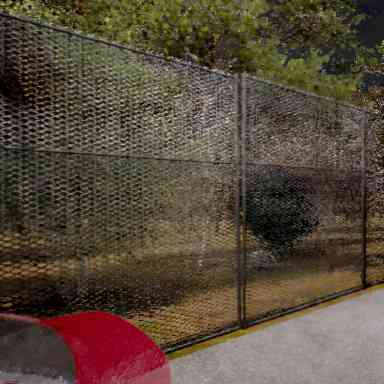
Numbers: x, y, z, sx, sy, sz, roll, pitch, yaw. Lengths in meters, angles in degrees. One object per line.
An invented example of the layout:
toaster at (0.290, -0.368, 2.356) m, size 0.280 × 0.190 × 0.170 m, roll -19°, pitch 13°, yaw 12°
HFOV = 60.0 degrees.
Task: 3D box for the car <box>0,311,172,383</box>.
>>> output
car at (-2.402, 1.477, 1.356) m, size 5.008 × 1.535 × 1.882 m, roll 0°, pitch 0°, yaw -35°
